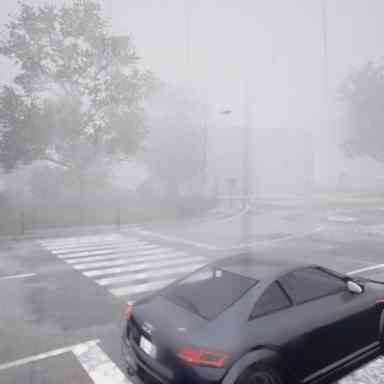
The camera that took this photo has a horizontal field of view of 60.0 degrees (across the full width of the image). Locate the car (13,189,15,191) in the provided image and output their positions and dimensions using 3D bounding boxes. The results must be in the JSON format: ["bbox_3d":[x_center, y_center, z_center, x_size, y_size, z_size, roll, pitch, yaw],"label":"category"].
[{"bbox_3d":[-36.560,0.140,72.219,2.185,1.767,4.553,0,2,18],"label":"car"}]

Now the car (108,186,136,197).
[{"bbox_3d":[-10.514,0.192,52.447,2.231,1.521,4.892,-1,2,16],"label":"car"}]

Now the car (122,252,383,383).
[{"bbox_3d":[1.195,1.556,4.575,4.181,1.385,1.994,0,0,-35],"label":"car"}]

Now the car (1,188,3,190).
[{"bbox_3d":[-38.923,0.229,73.928,1.946,1.575,5.366,0,3,19],"label":"car"}]

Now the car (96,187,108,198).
[{"bbox_3d":[-12.930,-0.020,54.163,2.435,2.045,5.566,-1,2,16],"label":"car"}]

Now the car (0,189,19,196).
[{"bbox_3d":[-43.494,0.144,77.837,2.097,1.535,5.008,0,2,19],"label":"car"}]

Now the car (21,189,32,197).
[{"bbox_3d":[-31.886,0.336,68.562,2.231,1.521,4.892,-1,2,18],"label":"car"}]

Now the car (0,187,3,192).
[{"bbox_3d":[-41.172,0.184,75.972,2.097,1.535,5.008,0,3,19],"label":"car"}]

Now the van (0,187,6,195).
[{"bbox_3d":[-48.114,-0.157,81.491,1.878,1.987,4.442,0,3,19],"label":"van"}]

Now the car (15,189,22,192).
[{"bbox_3d":[-34.212,0.302,70.408,2.097,1.535,5.008,0,2,18],"label":"car"}]
